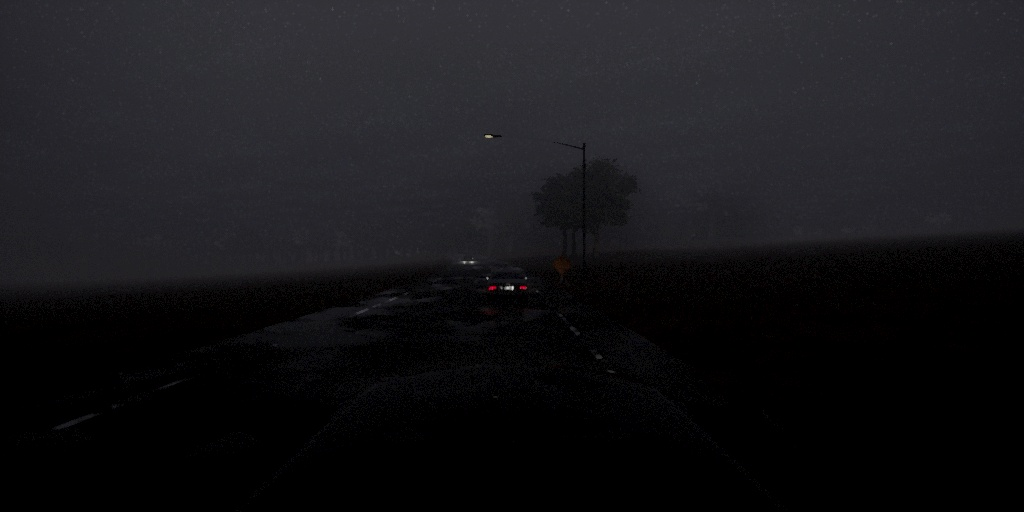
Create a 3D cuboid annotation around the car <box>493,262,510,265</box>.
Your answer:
[{"bbox_3d":[-0.931,1.213,31.624,2.033,1.411,5.357,0,1,-4],"label":"car"}]

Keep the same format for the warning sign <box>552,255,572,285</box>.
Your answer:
[{"bbox_3d":[3.106,0.834,22.391,1.300,1.860,1.060,0,0,-2],"label":"warning sign"}]

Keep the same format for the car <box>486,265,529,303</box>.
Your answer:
[{"bbox_3d":[-0.234,1.305,16.591,2.033,1.411,5.357,0,0,-2],"label":"car"}]
